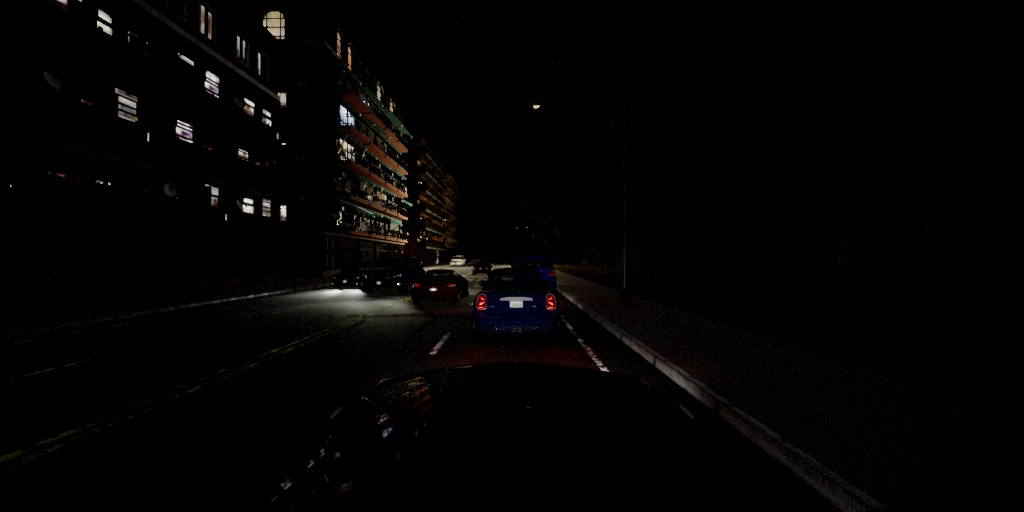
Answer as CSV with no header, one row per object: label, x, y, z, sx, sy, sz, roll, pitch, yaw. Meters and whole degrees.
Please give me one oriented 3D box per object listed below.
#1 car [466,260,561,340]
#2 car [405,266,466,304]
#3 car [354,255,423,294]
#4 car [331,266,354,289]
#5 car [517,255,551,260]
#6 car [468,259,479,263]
car,0.098,1.103,10.172,2.097,1.767,4.553,0,0,0
car,-3.151,1.316,16.359,1.994,1.385,4.181,0,0,0
car,-6.600,0.974,20.514,2.150,2.045,5.566,0,0,0
car,-9.850,1.316,23.096,1.994,1.385,4.181,0,0,0
car,1.137,0.977,19.747,2.150,2.045,5.566,0,0,0
car,-3.139,1.300,38.414,2.033,1.411,5.357,0,0,0
